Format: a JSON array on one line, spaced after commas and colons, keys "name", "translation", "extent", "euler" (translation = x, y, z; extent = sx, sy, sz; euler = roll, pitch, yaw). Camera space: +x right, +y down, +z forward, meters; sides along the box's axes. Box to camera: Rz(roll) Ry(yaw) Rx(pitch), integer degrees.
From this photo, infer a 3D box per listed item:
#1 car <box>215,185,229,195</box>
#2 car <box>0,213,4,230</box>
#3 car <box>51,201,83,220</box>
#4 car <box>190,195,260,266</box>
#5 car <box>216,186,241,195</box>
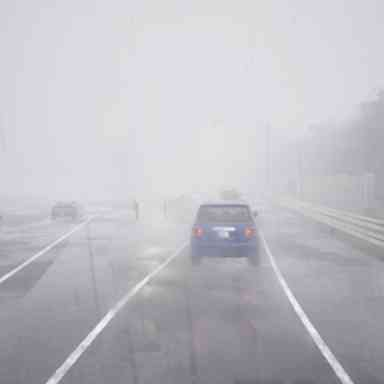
[{"name": "car", "translation": [5.412, -0.381, 60.521], "extent": [2.033, 1.411, 5.357], "euler": [0, 3, 1]}, {"name": "car", "translation": [-11.762, 1.334, 17.561], "extent": [2.097, 1.767, 4.553], "euler": [0, 0, -11]}, {"name": "car", "translation": [-10.109, 1.440, 27.173], "extent": [2.128, 1.511, 4.902], "euler": [0, 0, -11]}, {"name": "car", "translation": [1.243, 1.300, 12.168], "extent": [2.150, 2.045, 5.566], "euler": [0, 0, 7]}, {"name": "car", "translation": [3.789, 0.726, 33.548], "extent": [2.150, 2.045, 5.566], "euler": [0, 3, 6]}]
